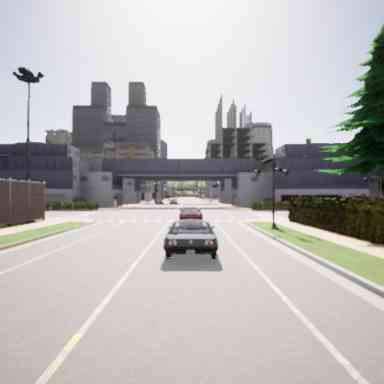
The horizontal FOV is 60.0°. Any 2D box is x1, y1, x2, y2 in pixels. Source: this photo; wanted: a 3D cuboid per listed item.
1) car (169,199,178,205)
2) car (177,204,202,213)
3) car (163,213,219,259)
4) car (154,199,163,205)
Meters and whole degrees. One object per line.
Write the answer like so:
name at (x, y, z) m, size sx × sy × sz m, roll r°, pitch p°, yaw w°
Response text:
car at (-4.464, 2.330, 80.212) m, size 1.882 × 1.535 × 5.008 m, roll 0°, pitch -1°, yaw 0°
car at (-0.166, 1.902, 28.292) m, size 1.895 × 1.301 × 4.718 m, roll 0°, pitch -1°, yaw -2°
car at (-0.030, 1.741, 13.301) m, size 1.895 × 1.301 × 4.718 m, roll 0°, pitch -1°, yaw 0°
car at (-7.964, 2.378, 80.198) m, size 2.128 × 1.511 × 4.902 m, roll 0°, pitch -1°, yaw 0°
